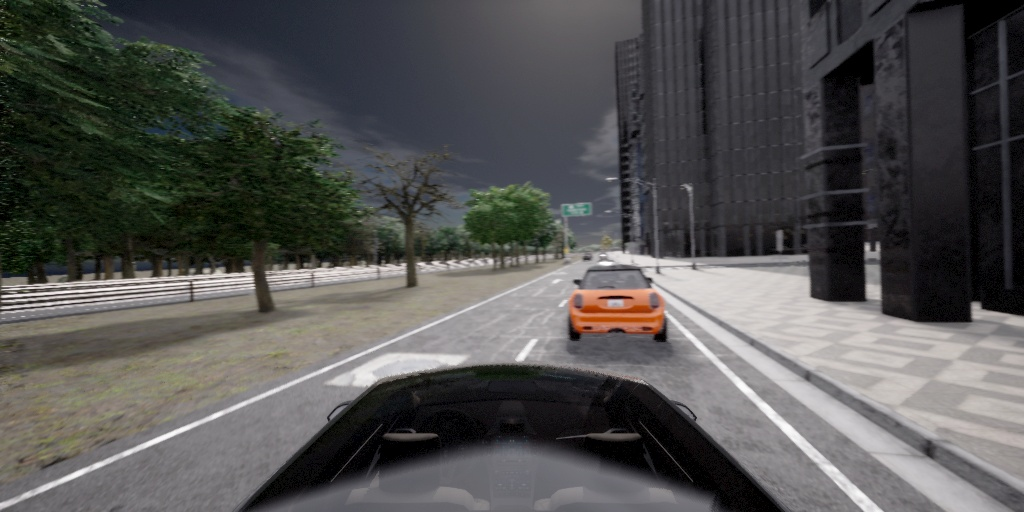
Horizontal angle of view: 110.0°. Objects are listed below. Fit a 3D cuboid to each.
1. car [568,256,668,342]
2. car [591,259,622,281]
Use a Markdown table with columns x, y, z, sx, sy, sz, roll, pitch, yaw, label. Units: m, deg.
| x | y | z | sx | sy | sz | roll | pitch | yaw | label |
| --- | --- | --- | --- | --- | --- | --- | --- | --- | --- |
| 2.708 | 0.999 | 9.640 | 2.097 | 1.767 | 4.553 | -2 | 0 | 14 | car |
| 7.171 | 0.997 | 27.309 | 2.033 | 1.411 | 5.357 | -2 | 0 | 14 | car |
